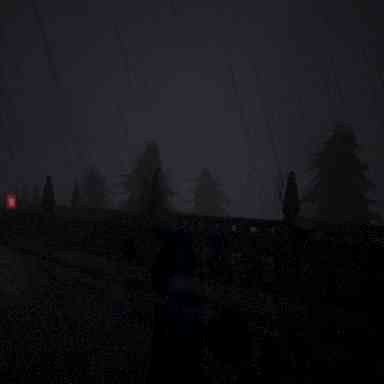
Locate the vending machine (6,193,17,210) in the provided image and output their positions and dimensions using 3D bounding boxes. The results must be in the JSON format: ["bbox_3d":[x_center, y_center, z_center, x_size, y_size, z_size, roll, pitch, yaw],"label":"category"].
[{"bbox_3d":[-23.150,1.183,42.635,1.100,2.100,0.880,0,0,-20],"label":"vending machine"}]
